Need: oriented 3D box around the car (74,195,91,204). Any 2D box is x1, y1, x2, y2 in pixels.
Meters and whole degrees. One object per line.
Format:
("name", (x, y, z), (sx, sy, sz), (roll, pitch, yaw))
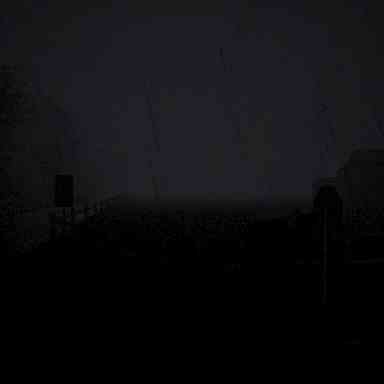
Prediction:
("car", (-16.534, 1.108, 50.390), (1.994, 1.385, 4.181), (0, 1, -9))
